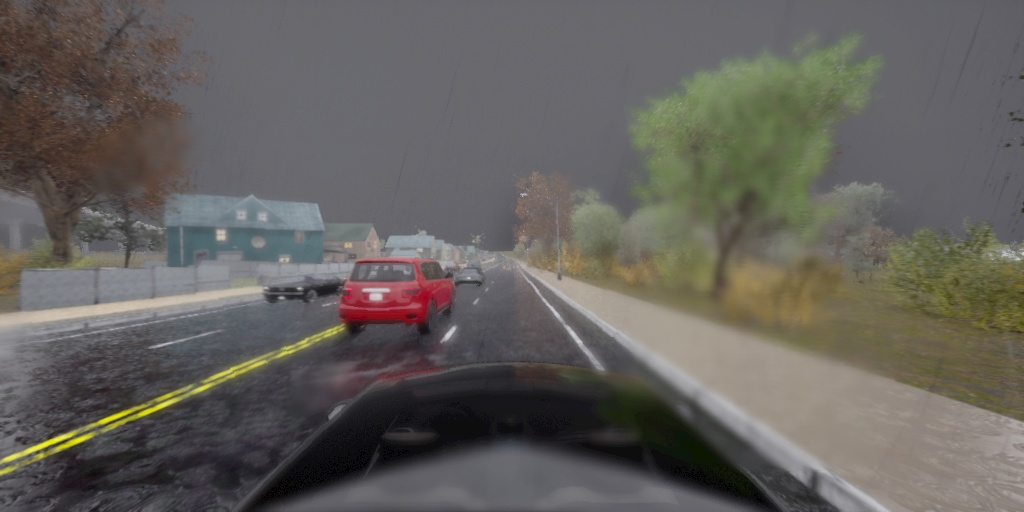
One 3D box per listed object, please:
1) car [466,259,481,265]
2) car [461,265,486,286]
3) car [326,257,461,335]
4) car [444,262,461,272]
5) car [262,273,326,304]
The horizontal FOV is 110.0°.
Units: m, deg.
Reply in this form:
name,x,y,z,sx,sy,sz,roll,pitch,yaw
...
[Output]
name,x,y,z,sx,sy,sz,roll,pitch,yaw
car,-6.496,1.595,61.457,2.150,2.045,5.566,0,-1,1
car,-3.139,1.598,28.077,1.994,1.385,4.181,0,-1,0
car,-3.145,1.073,11.036,2.150,2.045,5.566,0,-1,0
car,-9.766,1.825,58.737,1.882,1.535,5.008,0,-1,1
car,-9.843,1.524,17.614,1.895,1.301,4.718,0,-1,0
